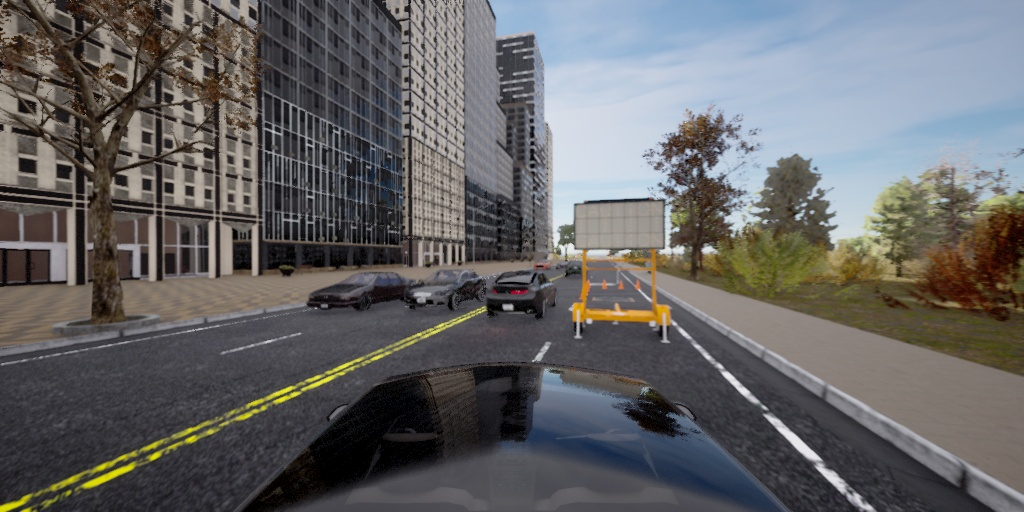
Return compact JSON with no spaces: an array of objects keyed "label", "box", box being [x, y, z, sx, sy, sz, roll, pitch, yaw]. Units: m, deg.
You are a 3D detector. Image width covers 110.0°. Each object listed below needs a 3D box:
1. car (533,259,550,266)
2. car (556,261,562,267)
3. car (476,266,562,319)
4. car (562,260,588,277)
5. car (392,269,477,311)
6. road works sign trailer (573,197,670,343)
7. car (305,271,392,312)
[{"label":"car","box":[4.691,1.277,55.883,2.097,1.767,4.553,0,0,15]},{"label":"car","box":[7.978,1.475,55.601,1.994,1.385,4.181,0,0,15]},{"label":"car","box":[0.496,1.290,13.049,1.837,1.490,4.892,0,0,15]},{"label":"car","box":[6.855,1.203,37.623,2.097,1.767,4.553,0,0,15]},{"label":"car","box":[-2.568,1.296,14.981,2.128,1.511,4.902,0,0,15]},{"label":"road works sign trailer","box":[2.945,0.231,9.933,2.380,3.560,2.880,0,0,15]},{"label":"car","box":[-5.894,1.365,15.108,2.033,1.411,5.357,0,0,15]}]
